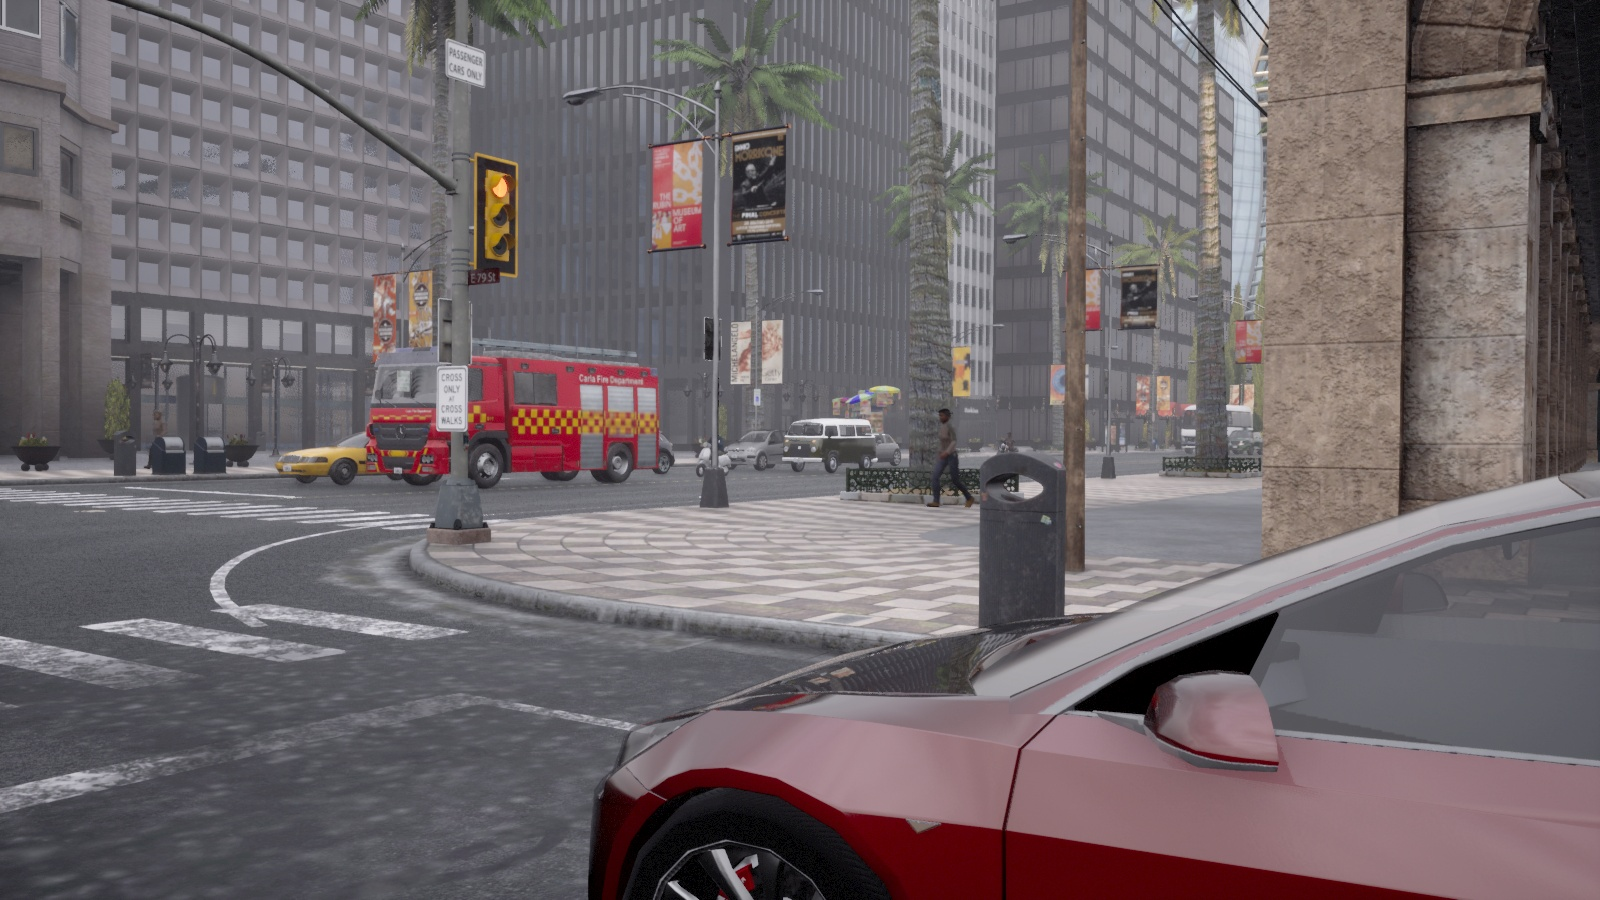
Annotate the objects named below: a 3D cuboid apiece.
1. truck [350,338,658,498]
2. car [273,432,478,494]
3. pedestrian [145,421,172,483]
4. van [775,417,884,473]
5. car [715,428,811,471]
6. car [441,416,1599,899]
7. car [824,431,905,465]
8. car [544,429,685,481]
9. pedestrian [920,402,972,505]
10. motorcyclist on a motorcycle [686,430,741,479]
[{"bbox_3d":[-7.730,-0.831,34.274,2.891,3.827,8.468,0,1,33],"label":"truck"},{"bbox_3d":[-11.593,0.301,34.719,1.801,1.575,5.366,0,1,34],"label":"car"},{"bbox_3d":[-19.341,0.046,37.859,0.331,1.846,0.634,0,1,22],"label":"pedestrian"},{"bbox_3d":[1.180,-0.208,47.746,2.069,2.038,4.480,0,1,33],"label":"van"},{"bbox_3d":[-1.431,-0.042,50.141,1.851,1.617,3.988,0,1,33],"label":"car"},{"bbox_3d":[1.787,0.681,2.457,4.792,1.488,2.163,0,1,33],"label":"car"},{"bbox_3d":[2.949,-0.105,56.751,1.970,1.475,3.806,0,1,33],"label":"car"},{"bbox_3d":[-6.252,0.133,42.845,2.033,1.649,4.856,0,1,34],"label":"car"},{"bbox_3d":[2.600,0.059,22.340,0.869,1.805,0.328,-1,1,-30],"label":"pedestrian"},{"bbox_3d":[-2.858,0.142,41.631,0.866,1.590,1.817,0,1,33],"label":"motorcyclist on a motorcycle"}]
